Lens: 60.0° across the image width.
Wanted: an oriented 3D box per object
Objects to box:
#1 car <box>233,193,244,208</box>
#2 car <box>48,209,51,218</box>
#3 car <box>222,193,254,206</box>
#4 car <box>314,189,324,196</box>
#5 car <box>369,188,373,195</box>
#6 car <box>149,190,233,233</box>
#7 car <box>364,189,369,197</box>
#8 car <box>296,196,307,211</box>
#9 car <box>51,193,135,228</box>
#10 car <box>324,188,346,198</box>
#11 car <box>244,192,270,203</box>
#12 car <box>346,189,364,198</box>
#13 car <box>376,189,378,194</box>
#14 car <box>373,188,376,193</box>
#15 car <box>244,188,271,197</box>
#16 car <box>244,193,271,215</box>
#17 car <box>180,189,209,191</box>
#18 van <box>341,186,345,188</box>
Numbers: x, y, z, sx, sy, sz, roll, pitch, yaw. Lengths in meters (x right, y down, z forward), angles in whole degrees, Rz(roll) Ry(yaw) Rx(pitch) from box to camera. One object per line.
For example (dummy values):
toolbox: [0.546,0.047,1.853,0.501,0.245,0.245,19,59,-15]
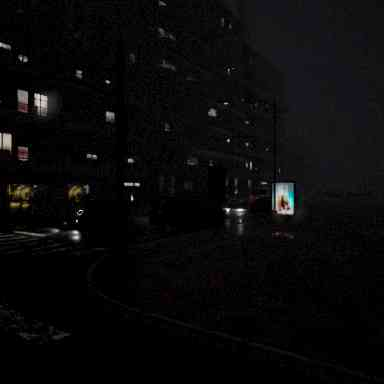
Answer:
car: [5.546,0.884,35.919,1.812,1.442,4.674,0,1,35]
car: [-7.030,1.010,22.487,2.192,1.841,5.009,1,2,35]
car: [5.706,0.829,40.656,2.008,1.369,4.403,2,2,35]
car: [27.998,-0.024,72.435,1.967,1.590,4.097,2,2,35]
car: [34.902,0.096,67.688,1.887,1.381,4.507,1,2,35]
car: [-0.135,1.026,17.726,2.192,1.841,5.009,1,2,35]
car: [31.717,0.099,63.143,1.967,1.590,4.097,1,2,35]
car: [9.419,0.965,31.357,1.947,1.339,4.313,1,2,35]
car: [-5.640,1.075,19.992,2.097,1.767,4.553,0,1,35]
car: [25.000,0.407,58.109,1.895,1.301,4.718,0,1,35]
car: [8.890,0.755,45.196,1.802,1.307,4.206,2,2,35]
car: [28.532,0.309,58.605,1.887,1.381,4.507,1,2,35]
car: [44.457,-0.220,81.312,2.008,1.369,4.403,1,2,35]
car: [38.087,-0.011,72.230,1.887,1.381,4.507,1,2,35]
car: [7.653,0.603,33.371,2.150,2.045,5.566,0,1,35]
car: [6.234,1.069,26.815,1.947,1.339,4.313,1,2,35]
car: [-0.103,0.765,27.880,2.150,2.045,5.566,0,1,36]
van: [37.553,-0.445,86.054,1.690,1.788,3.998,2,2,35]
